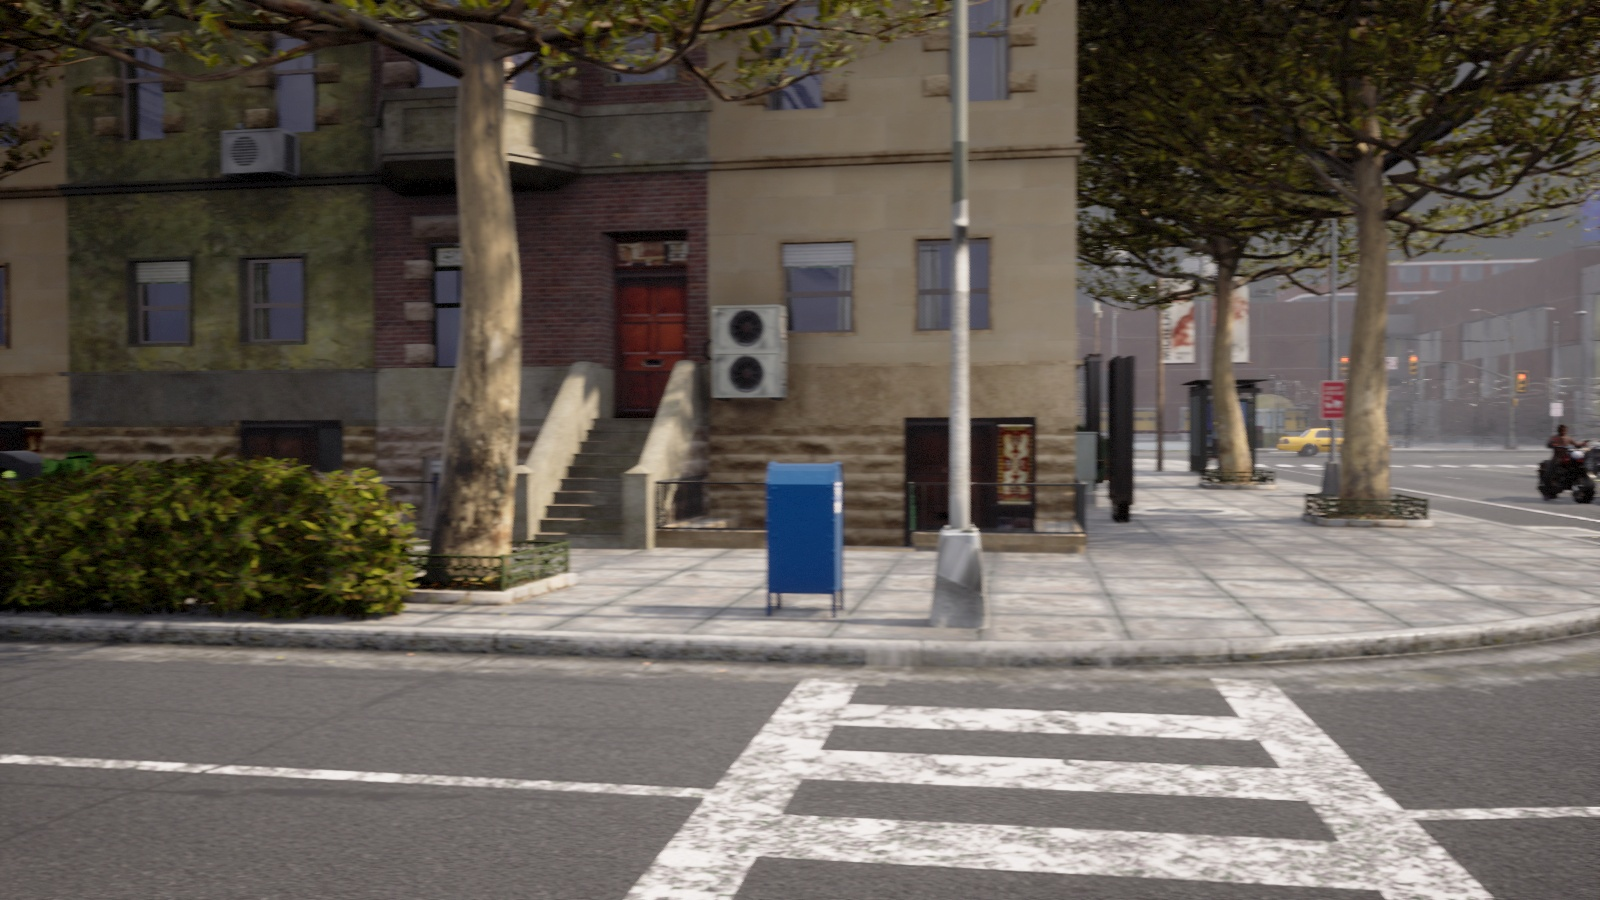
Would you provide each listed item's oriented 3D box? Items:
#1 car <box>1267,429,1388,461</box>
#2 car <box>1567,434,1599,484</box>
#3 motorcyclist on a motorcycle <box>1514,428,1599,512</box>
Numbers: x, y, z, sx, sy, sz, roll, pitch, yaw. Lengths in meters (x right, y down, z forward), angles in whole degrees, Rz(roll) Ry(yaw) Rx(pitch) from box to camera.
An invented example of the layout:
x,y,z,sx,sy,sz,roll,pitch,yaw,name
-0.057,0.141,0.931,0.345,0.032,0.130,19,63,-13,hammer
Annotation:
x,y,z,sx,sy,sz,roll,pitch,yaw,name
26.651,-0.260,63.587,5.366,1.575,1.801,0,1,10,car
24.671,0.283,37.227,1.816,1.474,4.193,0,1,9,car
15.645,0.380,25.962,0.766,1.649,2.350,0,1,10,motorcyclist on a motorcycle
